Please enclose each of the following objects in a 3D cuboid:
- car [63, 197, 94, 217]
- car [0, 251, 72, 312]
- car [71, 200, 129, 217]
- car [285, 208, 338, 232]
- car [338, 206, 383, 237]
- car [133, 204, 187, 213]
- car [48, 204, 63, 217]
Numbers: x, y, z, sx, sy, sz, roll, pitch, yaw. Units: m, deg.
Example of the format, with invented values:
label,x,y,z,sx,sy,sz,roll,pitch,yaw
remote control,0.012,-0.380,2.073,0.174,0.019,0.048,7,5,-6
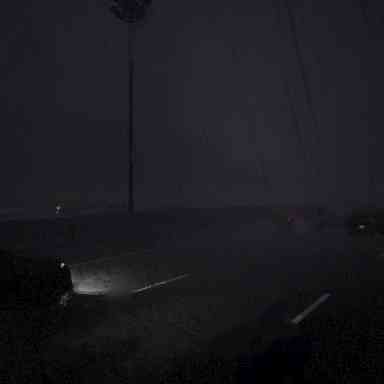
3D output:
label,x,y,z,sx,sy,sz,roll,pitch,yaw
car,-8.229,1.478,29.188,1.882,1.535,5.008,0,0,43
car,-4.363,1.564,5.981,1.994,1.385,4.181,0,0,36
car,-6.540,1.526,25.836,1.812,1.442,4.674,0,0,42
car,7.592,1.601,20.264,1.895,1.301,4.718,0,0,44
car,9.600,1.477,17.279,1.882,1.535,5.008,0,0,43
car,-1.947,1.601,25.712,1.895,1.301,4.718,0,0,43
car,-11.033,1.352,31.284,2.097,1.767,4.553,0,0,43
